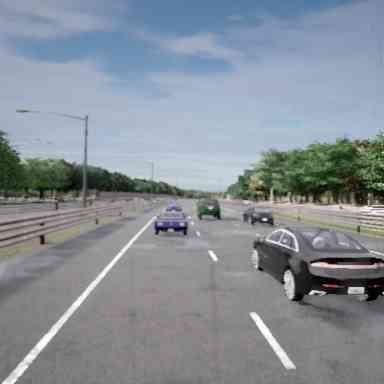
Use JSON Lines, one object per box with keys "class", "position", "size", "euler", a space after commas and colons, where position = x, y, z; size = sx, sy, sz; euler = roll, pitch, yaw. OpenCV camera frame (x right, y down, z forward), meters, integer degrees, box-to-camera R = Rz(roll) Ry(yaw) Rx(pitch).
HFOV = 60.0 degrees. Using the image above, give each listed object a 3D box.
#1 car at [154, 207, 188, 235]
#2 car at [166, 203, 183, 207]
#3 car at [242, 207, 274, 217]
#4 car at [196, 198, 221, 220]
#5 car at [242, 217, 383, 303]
{"class": "car", "position": [-1.260, 1.830, 20.492], "size": [1.895, 1.301, 4.718], "euler": [1, -1, -3]}
{"class": "car", "position": [-2.030, 1.970, 38.741], "size": [1.812, 1.442, 4.674], "euler": [1, -1, -2]}
{"class": "car", "position": [5.417, 1.960, 27.502], "size": [1.812, 1.442, 4.674], "euler": [1, -1, -3]}
{"class": "car", "position": [1.646, 1.671, 34.055], "size": [2.150, 2.045, 5.566], "euler": [1, -1, -2]}
{"class": "car", "position": [2.920, 1.648, 8.630], "size": [2.128, 1.511, 4.902], "euler": [1, -1, -4]}
